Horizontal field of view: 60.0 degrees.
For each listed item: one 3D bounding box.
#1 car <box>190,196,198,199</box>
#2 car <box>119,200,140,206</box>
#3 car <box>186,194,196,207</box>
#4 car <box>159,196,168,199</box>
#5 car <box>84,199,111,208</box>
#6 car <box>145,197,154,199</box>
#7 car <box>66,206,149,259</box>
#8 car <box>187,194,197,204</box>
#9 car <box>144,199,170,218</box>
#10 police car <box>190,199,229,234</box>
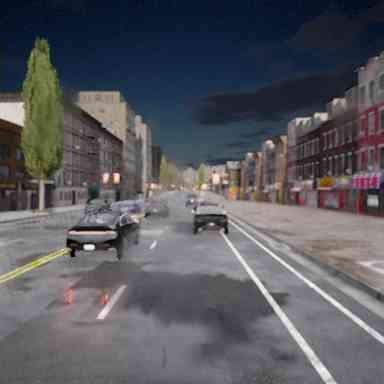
[{"bbox_3d":[0.999,1.482,35.327,1.801,1.575,5.366,0,0,0],"label":"car"},{"bbox_3d":[-6.571,1.550,34.784,1.812,1.442,4.674,0,0,0],"label":"car"},{"bbox_3d":[0.037,1.483,53.923,2.097,1.767,4.553,0,0,0],"label":"car"},{"bbox_3d":[-6.449,1.758,76.388,1.882,1.535,5.008,0,-1,0],"label":"car"},{"bbox_3d":[-9.821,1.529,34.795,1.837,1.490,4.892,0,0,0],"label":"car"},{"bbox_3d":[-9.699,1.832,76.390,1.994,1.385,4.181,0,-1,0],"label":"car"},{"bbox_3d":[-3.143,1.482,12.609,2.128,1.511,4.902,0,0,0],"label":"car"},{"bbox_3d":[0.048,1.391,71.213,2.150,2.045,5.566,0,-1,0],"label":"car"},{"bbox_3d":[-3.131,1.576,30.549,1.994,1.385,4.181,0,0,0],"label":"car"},{"bbox_3d":[0.988,1.422,19.245,1.930,1.638,5.238,0,0,0],"label":"police car"}]
